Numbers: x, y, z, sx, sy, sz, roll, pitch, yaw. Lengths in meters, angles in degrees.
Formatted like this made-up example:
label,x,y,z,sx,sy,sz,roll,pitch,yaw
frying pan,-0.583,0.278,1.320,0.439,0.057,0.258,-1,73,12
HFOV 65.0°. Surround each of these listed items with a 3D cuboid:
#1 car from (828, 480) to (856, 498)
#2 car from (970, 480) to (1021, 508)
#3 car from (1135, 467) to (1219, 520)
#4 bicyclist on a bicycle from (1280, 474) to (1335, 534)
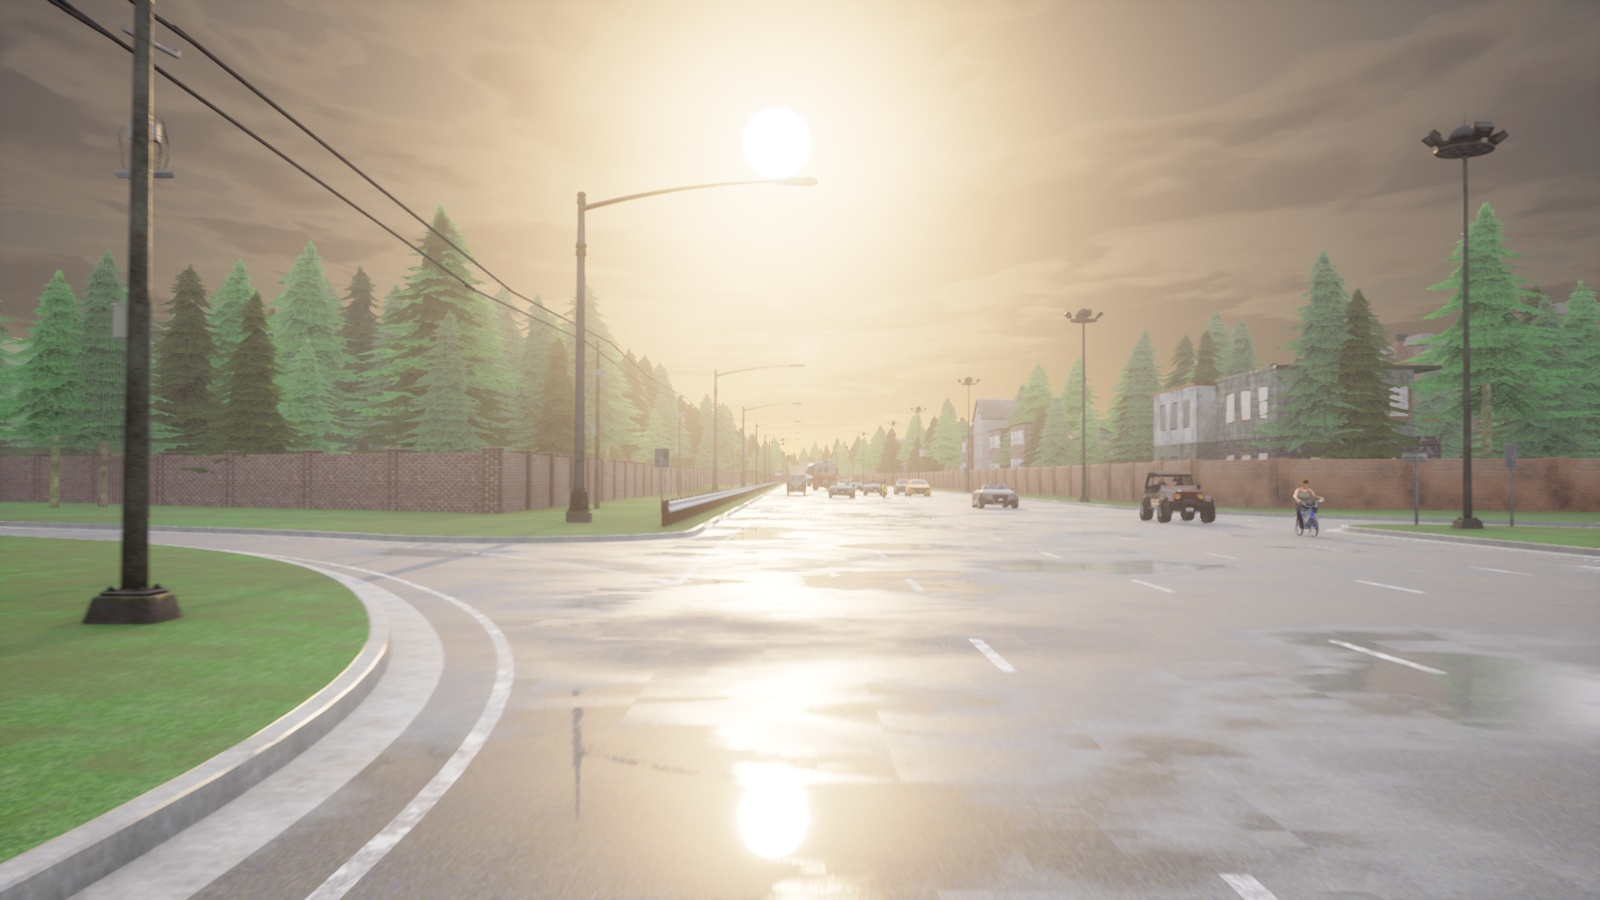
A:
label,x,y,z,sx,sy,sz,roll,pitch,yaw
car,3.247,3.032,97.698,1.994,1.385,4.181,0,-1,0
car,10.328,2.317,66.627,1.994,1.385,4.181,0,-1,0
car,13.879,1.589,46.443,1.905,1.878,3.866,0,-1,0
bicyclist on a bicycle,13.915,1.466,34.484,0.866,1.612,1.509,0,-1,0
